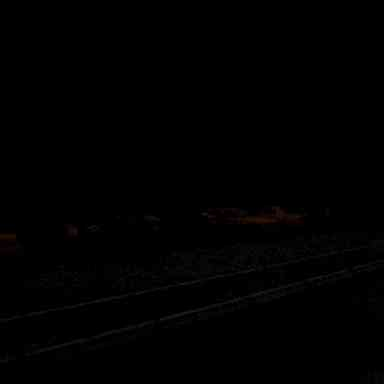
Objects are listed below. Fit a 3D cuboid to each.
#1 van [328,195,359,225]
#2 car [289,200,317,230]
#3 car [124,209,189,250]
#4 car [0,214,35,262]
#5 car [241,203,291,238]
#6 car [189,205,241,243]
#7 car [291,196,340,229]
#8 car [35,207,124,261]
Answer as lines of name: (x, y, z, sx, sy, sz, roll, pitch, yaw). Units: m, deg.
van: (9.150, 1.233, 23.207, 4.442, 1.987, 1.878, -1, -1, 32)
car: (4.217, 1.473, 19.735, 5.366, 1.575, 1.946, -1, 0, 33)
car: (-2.723, 1.532, 14.289, 4.674, 1.452, 2.002, -1, 0, 34)
car: (-7.665, 1.504, 10.904, 5.366, 1.575, 1.946, -1, 0, 35)
car: (2.175, 1.474, 17.744, 5.366, 1.575, 1.946, -1, -1, 33)
car: (-0.348, 1.526, 16.057, 4.674, 1.452, 2.002, -1, 0, 33)
car: (6.745, 1.341, 21.424, 4.553, 1.767, 2.185, -1, 0, 32)
car: (-5.089, 1.372, 12.522, 4.553, 1.767, 2.185, -1, 0, 34)
